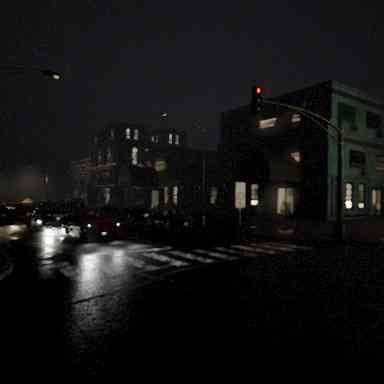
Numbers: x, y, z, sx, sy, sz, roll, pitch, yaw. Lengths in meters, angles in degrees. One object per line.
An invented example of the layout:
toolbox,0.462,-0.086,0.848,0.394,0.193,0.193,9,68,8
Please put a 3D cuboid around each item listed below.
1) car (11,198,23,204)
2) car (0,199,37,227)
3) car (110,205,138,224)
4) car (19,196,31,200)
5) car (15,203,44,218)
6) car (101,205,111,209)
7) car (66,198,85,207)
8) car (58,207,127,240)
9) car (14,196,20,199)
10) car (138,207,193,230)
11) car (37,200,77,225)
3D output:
car,-43.509,2.152,82.637,2.008,1.369,4.403,1,-1,-35
car,-12.437,1.518,23.106,1.967,1.590,4.097,1,-1,-35
car,-4.744,1.834,27.169,1.947,1.339,4.313,1,-1,-35
car,-34.092,2.043,69.109,1.752,1.417,4.829,1,-1,-35
car,-16.561,1.795,33.805,1.895,1.301,4.718,2,-1,-35
car,-7.875,1.877,31.666,1.802,1.307,4.206,1,-1,-35
car,-14.898,1.669,41.685,2.192,1.841,5.009,1,-1,-35
car,-5.491,1.701,17.885,1.895,1.301,4.718,2,-1,-35
car,-40.335,1.888,78.085,2.192,1.841,5.009,1,-1,-35
car,-1.612,1.793,22.669,2.008,1.369,4.403,1,-1,-35
car,-10.862,1.637,25.611,2.128,1.511,4.902,2,-1,-35
